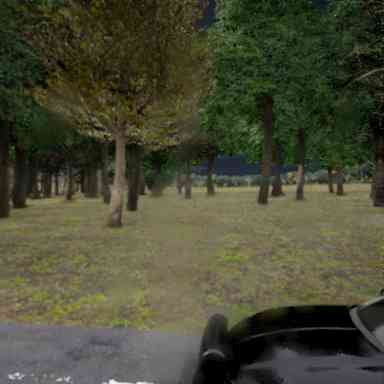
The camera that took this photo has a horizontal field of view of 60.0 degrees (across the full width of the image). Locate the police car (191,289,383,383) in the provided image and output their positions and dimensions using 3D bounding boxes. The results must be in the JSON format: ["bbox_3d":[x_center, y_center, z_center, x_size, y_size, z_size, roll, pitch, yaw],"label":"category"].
[{"bbox_3d":[2.599,1.429,2.724,5.238,1.638,1.930,0,0,7],"label":"police car"}]
